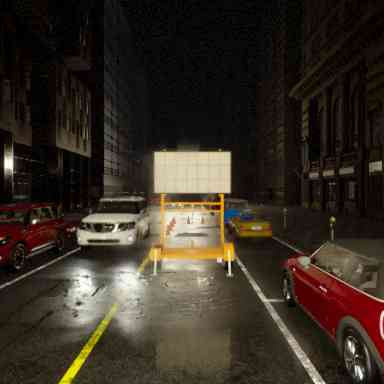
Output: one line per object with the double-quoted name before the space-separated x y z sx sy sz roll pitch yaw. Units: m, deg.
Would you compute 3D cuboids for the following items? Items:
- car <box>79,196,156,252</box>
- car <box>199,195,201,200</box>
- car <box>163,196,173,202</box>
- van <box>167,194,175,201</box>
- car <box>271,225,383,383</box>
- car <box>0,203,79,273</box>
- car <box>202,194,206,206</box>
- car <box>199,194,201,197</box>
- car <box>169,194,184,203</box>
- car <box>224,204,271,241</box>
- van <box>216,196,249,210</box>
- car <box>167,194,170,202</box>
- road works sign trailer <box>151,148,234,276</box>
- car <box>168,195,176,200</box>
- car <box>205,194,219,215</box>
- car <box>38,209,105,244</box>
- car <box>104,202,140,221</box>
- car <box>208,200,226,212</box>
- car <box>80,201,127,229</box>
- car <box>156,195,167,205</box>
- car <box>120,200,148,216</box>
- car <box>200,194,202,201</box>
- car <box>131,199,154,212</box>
"car" -3.078 1.221 14.340 2.150 2.045 5.566 0 0 0
"car" 2.863 1.586 61.274 1.947 1.339 4.313 0 0 0
"car" -5.633 1.576 78.084 1.887 1.381 4.507 0 0 0
"van" -5.614 1.380 89.289 1.690 1.788 3.998 0 0 0
"car" 2.766 1.440 5.256 1.967 1.590 4.097 0 0 0
"car" -5.749 1.314 10.859 2.192 1.841 5.009 0 0 0
"car" 2.833 1.324 44.469 2.192 1.841 5.009 0 0 0
"car" 2.873 1.464 66.875 1.967 1.590 4.097 0 0 0
"car" -2.890 1.586 65.024 1.994 1.385 4.181 0 0 0
"car" 2.786 1.525 16.631 1.752 1.417 4.829 0 0 0
"van" 2.795 1.341 22.062 1.690 1.788 3.998 0 0 0
"car" -5.643 1.467 72.482 1.967 1.590 4.097 0 0 0
"road works sign trailer" 0.015 0.464 10.305 2.380 3.560 2.880 0 0 0
"car" -5.604 1.588 94.891 1.887 1.381 4.507 0 0 0
"car" 2.814 1.318 33.265 2.192 1.841 5.009 0 0 0
"car" -5.739 1.581 16.461 1.802 1.307 4.206 0 0 0
"car" -5.720 1.552 27.665 2.008 1.369 4.403 0 0 0
"car" 2.825 1.588 38.867 1.802 1.307 4.206 0 0 0
"car" -5.730 1.440 22.063 1.967 1.590 4.097 0 0 0
"car" -5.672 1.560 55.676 1.887 1.381 4.507 0 0 0
"car" -5.710 1.569 33.267 1.947 1.339 4.313 0 0 0
"car" 2.853 1.456 55.672 1.967 1.590 4.097 0 0 0
"car" -5.700 1.571 38.869 1.947 1.339 4.313 0 0 0
